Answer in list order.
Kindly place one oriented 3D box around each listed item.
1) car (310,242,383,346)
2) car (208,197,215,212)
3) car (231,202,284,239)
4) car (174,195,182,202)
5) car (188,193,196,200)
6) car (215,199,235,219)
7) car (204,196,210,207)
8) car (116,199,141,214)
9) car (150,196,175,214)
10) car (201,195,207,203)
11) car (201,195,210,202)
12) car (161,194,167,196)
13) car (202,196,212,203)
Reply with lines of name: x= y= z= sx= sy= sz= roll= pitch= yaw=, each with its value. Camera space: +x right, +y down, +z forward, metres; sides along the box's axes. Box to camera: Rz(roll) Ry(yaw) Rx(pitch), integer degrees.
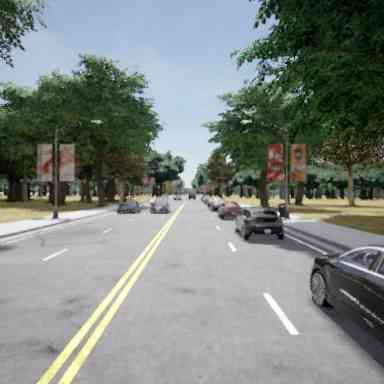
car: x=3.351 y=1.485 z=4.978 sx=2.128 sy=1.511 sz=4.902 roll=0 pitch=0 yaw=0
car: x=3.254 y=1.607 z=39.446 sx=1.895 sy=1.301 sz=4.718 roll=0 pitch=0 yaw=0
car: x=3.352 y=1.491 z=17.128 sx=1.837 sy=1.490 sz=4.892 roll=0 pitch=0 yaw=0
car: x=-3.243 y=1.423 z=76.582 sx=1.882 sy=1.535 sz=5.008 roll=0 pitch=0 yaw=0
car: x=0.009 y=1.280 z=93.230 sx=2.150 sy=2.045 sz=5.566 roll=0 pitch=0 yaw=0
car: x=3.253 y=1.509 z=28.414 sx=1.812 sy=1.442 sz=4.674 roll=0 pitch=0 yaw=0
car: x=3.255 y=1.645 z=50.445 sx=1.895 sy=1.301 sz=4.718 roll=0 pitch=0 yaw=0
car: x=-6.588 y=1.500 z=34.903 sx=1.837 sy=1.490 sz=4.892 roll=0 pitch=0 yaw=0
car: x=-3.340 y=1.489 z=35.326 sx=2.128 sy=1.511 sz=4.902 roll=0 pitch=0 yaw=0
car: x=3.256 y=1.629 z=61.415 sx=2.033 sy=1.411 sz=5.357 roll=0 pitch=0 yaw=0
car: x=3.257 y=1.594 z=83.416 sx=2.033 sy=1.649 sz=4.856 roll=0 pitch=0 yaw=0
car: x=-6.493 y=1.300 z=76.613 sx=2.097 sy=1.767 sz=4.553 roll=0 pitch=0 yaw=0
car: x=3.256 y=1.576 z=72.606 sx=1.801 sy=1.575 sz=5.366 roll=0 pitch=0 yaw=0
